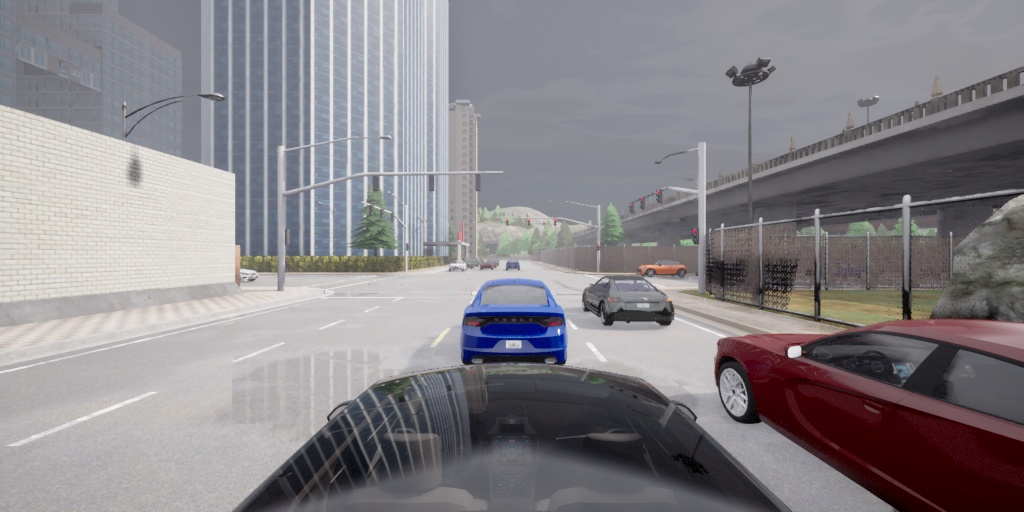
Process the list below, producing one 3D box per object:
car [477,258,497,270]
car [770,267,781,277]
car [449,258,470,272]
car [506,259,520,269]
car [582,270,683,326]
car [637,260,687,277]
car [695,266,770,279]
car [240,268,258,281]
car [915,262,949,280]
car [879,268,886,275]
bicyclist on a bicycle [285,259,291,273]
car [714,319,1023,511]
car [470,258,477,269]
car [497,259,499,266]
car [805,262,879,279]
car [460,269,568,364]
[{"bbox_3d":[-3.593,1.351,51.913,1.895,1.301,4.718,0,0,0],"label":"car"},{"bbox_3d":[23.733,1.406,35.516,4.718,1.301,1.895,0,0,0],"label":"car"},{"bbox_3d":[-7.099,1.276,47.289,1.812,1.442,4.674,0,0,0],"label":"car"},{"bbox_3d":[0.113,1.227,52.106,1.882,1.535,5.008,0,0,0],"label":"car"},{"bbox_3d":[3.573,1.314,11.730,1.994,1.385,4.181,0,0,0],"label":"car"},{"bbox_3d":[14.737,1.157,35.496,4.553,1.767,2.097,0,0,0],"label":"car"},{"bbox_3d":[19.385,1.353,32.007,5.357,1.411,2.033,0,0,0],"label":"car"},{"bbox_3d":[-22.642,1.331,28.232,4.674,1.442,1.812,0,0,0],"label":"car"},{"bbox_3d":[39.070,1.283,32.033,5.008,1.535,1.882,0,0,0],"label":"car"},{"bbox_3d":[33.866,1.406,35.537,4.718,1.301,1.895,0,0,0],"label":"car"},{"bbox_3d":[-25.307,1.106,40.188,0.582,1.620,1.656,0,0,0],"label":"bicyclist on a bicycle"},{"bbox_3d":[3.601,1.228,2.736,1.882,1.535,5.008,0,0,0],"label":"car"},{"bbox_3d":[-7.094,1.102,56.154,2.097,1.767,4.553,0,0,0],"label":"car"},{"bbox_3d":[-3.583,1.351,61.077,1.895,1.301,4.718,0,0,0],"label":"car"},{"bbox_3d":[29.080,1.283,32.025,5.008,1.535,1.882,0,0,0],"label":"car"},{"bbox_3d":[0.052,1.228,8.069,1.882,1.535,5.008,0,0,1],"label":"car"}]
